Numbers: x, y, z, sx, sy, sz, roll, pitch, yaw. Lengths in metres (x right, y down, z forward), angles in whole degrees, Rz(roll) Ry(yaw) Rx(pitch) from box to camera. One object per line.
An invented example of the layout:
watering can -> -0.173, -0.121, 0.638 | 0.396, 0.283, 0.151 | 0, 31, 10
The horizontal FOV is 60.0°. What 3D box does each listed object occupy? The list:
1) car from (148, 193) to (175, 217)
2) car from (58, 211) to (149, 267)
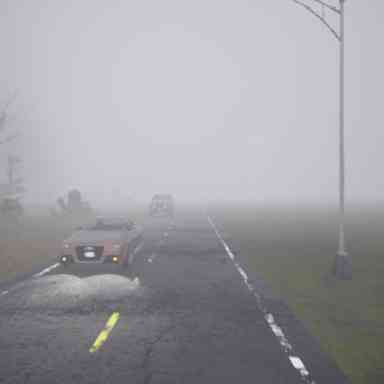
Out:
car -> -2.762, 1.147, 31.290 | 2.150, 2.045, 5.566 | 0, 0, 0
car -> -2.819, 1.536, 11.179 | 1.994, 1.385, 4.181 | 0, 0, 0
